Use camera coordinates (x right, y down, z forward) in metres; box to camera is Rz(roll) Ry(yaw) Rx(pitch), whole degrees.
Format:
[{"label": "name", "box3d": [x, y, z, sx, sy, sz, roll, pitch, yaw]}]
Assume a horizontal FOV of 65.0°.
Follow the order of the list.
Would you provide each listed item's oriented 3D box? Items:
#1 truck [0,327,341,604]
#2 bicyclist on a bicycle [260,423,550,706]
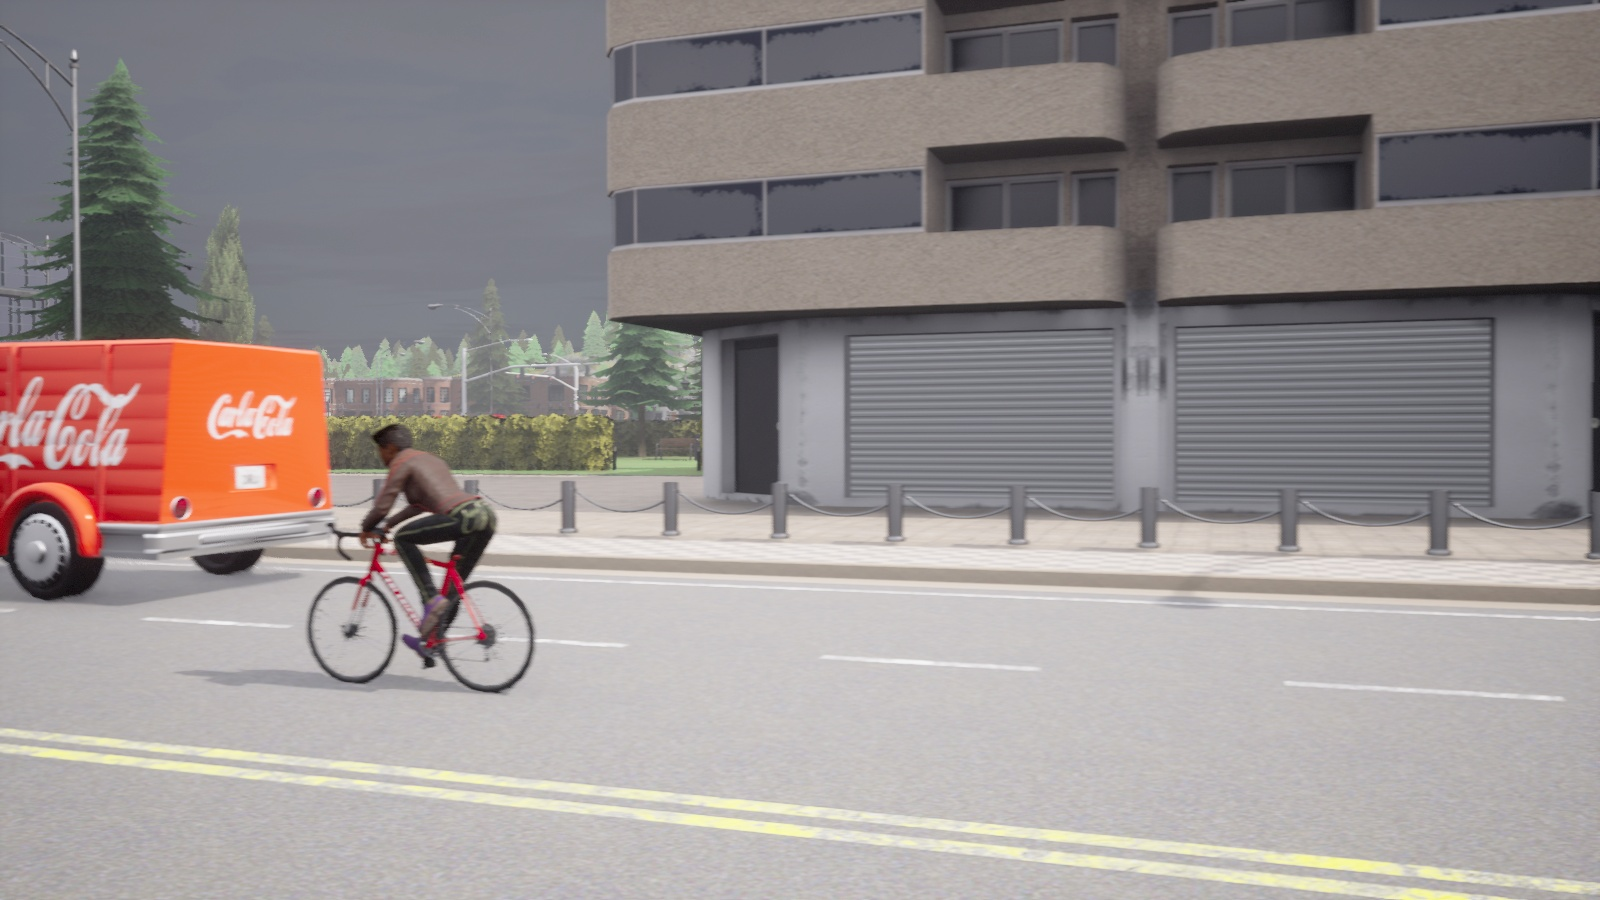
[{"label": "truck", "box3d": [-7.877, 0.098, 13.221, 5.204, 2.467, 2.627, 1, 1, 19]}, {"label": "bicyclist on a bicycle", "box3d": [-2.419, 0.647, 7.699, 1.656, 1.620, 0.582, 0, 1, 19]}]
